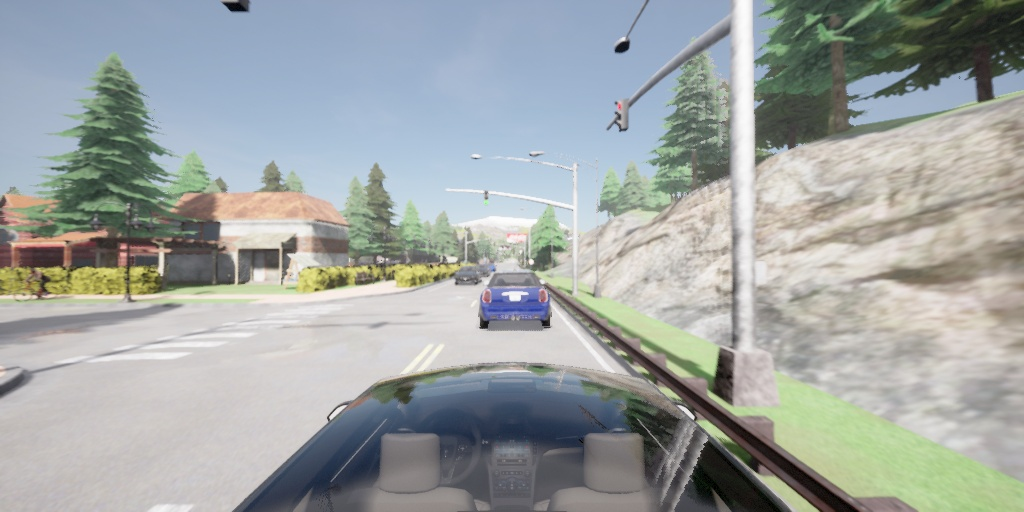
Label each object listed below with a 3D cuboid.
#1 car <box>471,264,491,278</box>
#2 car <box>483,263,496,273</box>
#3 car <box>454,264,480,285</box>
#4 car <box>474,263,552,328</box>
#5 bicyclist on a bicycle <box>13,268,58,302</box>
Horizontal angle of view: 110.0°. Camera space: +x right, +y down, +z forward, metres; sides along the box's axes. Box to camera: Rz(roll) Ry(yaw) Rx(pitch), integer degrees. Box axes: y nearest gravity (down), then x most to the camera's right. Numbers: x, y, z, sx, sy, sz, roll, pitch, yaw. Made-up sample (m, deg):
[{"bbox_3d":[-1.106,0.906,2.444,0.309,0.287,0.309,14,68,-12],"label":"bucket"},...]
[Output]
[{"bbox_3d":[-3.605,1.738,42.426,1.837,1.490,4.892,0,0,0],"label":"car"},{"bbox_3d":[-3.566,1.894,57.661,1.882,1.535,5.008,0,-1,0],"label":"car"},{"bbox_3d":[-3.606,1.591,29.971,1.837,1.490,4.892,0,-1,0],"label":"car"},{"bbox_3d":[0.086,1.232,12.158,2.097,1.767,4.553,-1,-1,0],"label":"car"},{"bbox_3d":[-23.336,1.402,17.605,0.582,1.620,1.656,0,0,0],"label":"bicyclist on a bicycle"}]
